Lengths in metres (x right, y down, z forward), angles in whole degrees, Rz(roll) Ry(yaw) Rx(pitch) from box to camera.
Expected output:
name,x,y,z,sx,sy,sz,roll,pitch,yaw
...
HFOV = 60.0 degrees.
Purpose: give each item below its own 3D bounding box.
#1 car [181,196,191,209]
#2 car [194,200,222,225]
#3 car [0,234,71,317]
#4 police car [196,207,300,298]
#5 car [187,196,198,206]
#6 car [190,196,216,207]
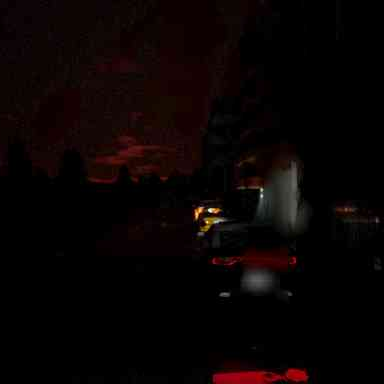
name,x,y,z,sx,sy,sz,roll,pitch,yaw
car,0.051,1.491,44.485,2.128,1.511,4.902,0,0,1
car,1.211,1.456,18.731,1.801,1.575,5.366,0,0,0
car,-3.996,1.547,6.194,2.033,1.411,5.357,0,0,0
police car,1.193,1.420,8.653,1.930,1.638,5.238,0,0,0
car,0.033,1.505,56.666,1.837,1.490,4.892,0,0,0
car,1.161,1.300,24.511,2.097,1.767,4.553,-3,0,0
